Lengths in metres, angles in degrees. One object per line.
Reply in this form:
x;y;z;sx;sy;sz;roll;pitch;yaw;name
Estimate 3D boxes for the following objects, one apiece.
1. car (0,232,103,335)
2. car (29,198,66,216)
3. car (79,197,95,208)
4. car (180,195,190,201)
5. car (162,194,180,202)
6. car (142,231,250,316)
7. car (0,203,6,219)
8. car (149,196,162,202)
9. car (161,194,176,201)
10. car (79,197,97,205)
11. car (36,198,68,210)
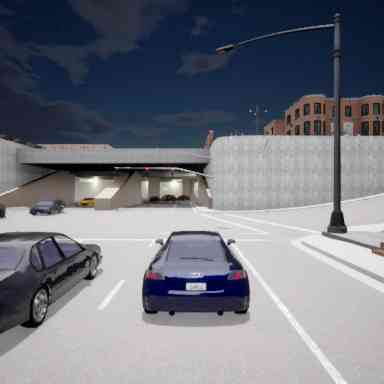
-3.424;1.547;6.917;2.033;1.411;5.357;0;0;0;car
-14.181;1.547;32.737;2.033;1.411;5.357;0;0;-6;car
-14.897;1.477;48.257;1.882;1.535;5.008;0;0;-1;car
-2.119;1.524;84.921;1.812;1.442;4.674;0;0;28;car
-4.749;1.355;75.126;2.097;1.767;4.553;0;0;6;car
0.078;1.564;7.614;1.994;1.385;4.181;0;0;0;car
-16.255;1.491;26.507;2.128;1.511;4.902;0;0;-18;car
-8.268;1.540;74.834;2.033;1.411;5.357;0;0;6;car
-5.925;1.355;84.884;2.097;1.767;4.553;0;0;24;car
-18.649;1.600;59.752;1.895;1.301;4.718;0;0;-1;car
-18.288;1.547;43.675;2.033;1.411;5.357;0;0;-1;car
